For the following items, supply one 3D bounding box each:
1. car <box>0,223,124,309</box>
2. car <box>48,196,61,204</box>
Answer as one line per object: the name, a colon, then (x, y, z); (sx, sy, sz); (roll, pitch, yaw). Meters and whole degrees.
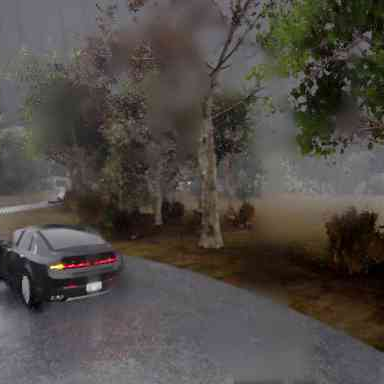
car: (-3.450, 1.519, 8.061); (1.837, 1.490, 4.892); (0, 0, -42)
car: (-25.809, 1.508, 62.954); (1.994, 1.385, 4.181); (-2, 1, -10)
